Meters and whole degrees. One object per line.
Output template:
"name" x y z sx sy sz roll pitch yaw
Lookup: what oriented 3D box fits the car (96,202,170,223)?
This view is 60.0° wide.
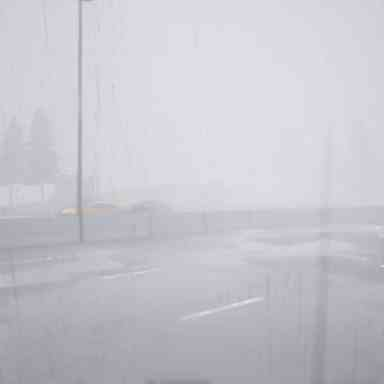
"car" -3.962 1.579 22.539 4.181 1.385 1.994 0 0 -35

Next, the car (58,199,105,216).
"car" -7.039 1.482 24.658 5.008 1.535 1.882 1 0 -35

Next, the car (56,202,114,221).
"car" -8.845 1.567 27.664 4.181 1.385 1.994 0 0 -35

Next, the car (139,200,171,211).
"car" -4.333 1.519 30.797 4.892 1.490 1.837 0 0 -31
